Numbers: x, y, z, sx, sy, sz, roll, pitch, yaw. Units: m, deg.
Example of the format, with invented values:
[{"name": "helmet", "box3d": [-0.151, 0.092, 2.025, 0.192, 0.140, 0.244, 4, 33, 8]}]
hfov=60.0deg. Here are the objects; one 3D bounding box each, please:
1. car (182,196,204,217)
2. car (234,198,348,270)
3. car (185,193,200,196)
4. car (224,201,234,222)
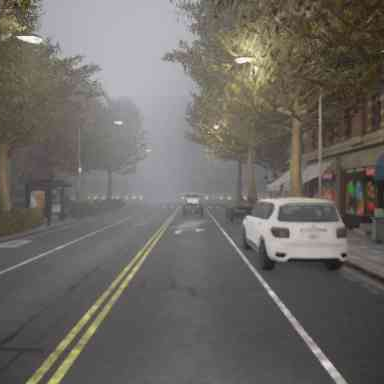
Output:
[{"name": "car", "box3d": [0.085, 1.400, 30.118, 2.128, 1.511, 4.902, 0, 0, 0]}, {"name": "car", "box3d": [3.055, 1.195, 11.030, 2.435, 2.045, 5.566, 0, 0, 0]}, {"name": "car", "box3d": [0.109, 1.097, 41.656, 2.150, 2.045, 5.566, 0, 1, 2]}, {"name": "car", "box3d": [3.639, 1.404, 25.397, 2.231, 1.521, 4.892, 0, 0, 0]}]
